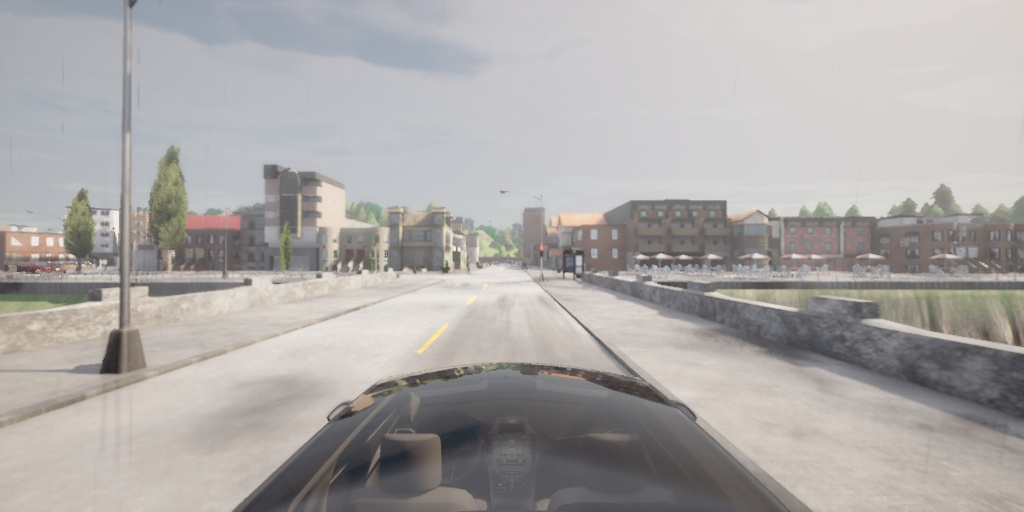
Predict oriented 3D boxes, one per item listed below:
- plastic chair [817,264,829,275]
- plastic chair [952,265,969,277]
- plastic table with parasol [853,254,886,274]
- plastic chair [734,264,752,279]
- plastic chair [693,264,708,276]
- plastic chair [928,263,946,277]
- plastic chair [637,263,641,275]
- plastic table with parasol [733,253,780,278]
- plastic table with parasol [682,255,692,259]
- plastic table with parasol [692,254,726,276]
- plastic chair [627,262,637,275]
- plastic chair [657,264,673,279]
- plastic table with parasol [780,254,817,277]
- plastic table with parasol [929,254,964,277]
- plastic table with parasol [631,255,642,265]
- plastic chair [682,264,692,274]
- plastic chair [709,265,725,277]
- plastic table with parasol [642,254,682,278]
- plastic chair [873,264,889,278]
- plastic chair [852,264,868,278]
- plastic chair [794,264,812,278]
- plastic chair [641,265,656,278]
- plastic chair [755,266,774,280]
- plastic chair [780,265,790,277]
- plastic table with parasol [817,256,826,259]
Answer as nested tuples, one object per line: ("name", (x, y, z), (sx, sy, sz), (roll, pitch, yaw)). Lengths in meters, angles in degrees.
("plastic chair", (37.399, 1.672, 43.165), (0.750, 1.272, 0.730), (0, 0, 0))
("plastic chair", (47.899, 1.625, 38.164), (0.750, 1.272, 0.730), (0, 0, 0))
("plastic table with parasol", (37.789, 1.018, 37.875), (2.482, 2.480, 2.482), (0, 0, 0))
("plastic chair", (22.598, 1.596, 35.067), (0.730, 1.272, 0.750), (0, 0, 0))
("plastic chair", (21.699, 1.655, 41.267), (0.730, 1.272, 0.750), (0, 0, 0))
("plastic chair", (46.799, 1.638, 39.564), (0.730, 1.272, 0.750), (0, 0, 0))
("plastic chair", (15.799, 1.671, 42.968), (0.750, 1.272, 0.730), (0, 0, 0))
("plastic table with parasol", (23.798, 0.991, 35.017), (2.482, 2.480, 2.482), (0, 0, 0))
("plastic table with parasol", (22.510, 1.107, 47.137), (2.482, 2.480, 2.482), (0, 0, 0))
("plastic table with parasol", (22.899, 1.050, 41.217), (2.482, 2.480, 2.482), (0, 0, 0))
("plastic chair", (14.700, 1.684, 44.368), (0.730, 1.272, 0.750), (0, 0, 0))
("plastic chair", (14.998, 1.597, 35.168), (0.750, 1.272, 0.730), (0, 0, 0))
("plastic table with parasol", (30.509, 1.028, 38.846), (2.482, 2.480, 2.482), (0, 0, 0))
("plastic table with parasol", (47.999, 1.035, 39.664), (2.482, 2.480, 2.482), (0, 0, 0))
("plastic table with parasol", (15.920, 1.079, 44.248), (2.482, 2.480, 2.482), (0, 0, 0))
("plastic chair", (22.500, 1.697, 45.667), (0.750, 1.272, 0.730), (0, 0, 0))
("plastic chair", (22.799, 1.641, 39.867), (0.750, 1.272, 0.730), (0, 0, 0))
("plastic table with parasol", (15.168, 1.005, 36.428), (2.482, 2.480, 2.482), (0, 0, 0))
("plastic chair", (37.798, 1.610, 36.565), (0.750, 1.272, 0.730), (0, 0, 0))
("plastic chair", (36.661, 1.622, 37.963), (0.730, 1.272, 0.750), (0, 0, 0))
("plastic chair", (30.499, 1.619, 37.566), (0.750, 1.272, 0.730), (0, 0, 0))
("plastic chair", (13.898, 1.610, 36.568), (0.730, 1.272, 0.750), (0, 0, 0))
("plastic chair", (23.698, 1.582, 33.667), (0.750, 1.272, 0.730), (0, 0, 0))
("plastic chair", (29.331, 1.633, 38.962), (0.730, 1.272, 0.750), (0, 0, -1))
("plastic table with parasol", (37.430, 1.082, 44.625), (2.482, 2.480, 2.482), (0, 0, 0))
